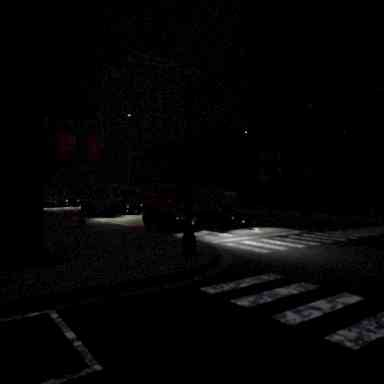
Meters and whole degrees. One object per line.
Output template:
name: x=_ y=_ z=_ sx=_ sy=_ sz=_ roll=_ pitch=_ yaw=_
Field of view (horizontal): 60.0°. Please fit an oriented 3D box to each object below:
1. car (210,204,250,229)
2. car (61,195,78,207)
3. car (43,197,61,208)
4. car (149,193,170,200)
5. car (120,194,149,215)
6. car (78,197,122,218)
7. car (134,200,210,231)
car: x=1.699 y=1.509 z=22.015 sx=1.812 sy=1.442 sz=4.674 roll=0 pitch=0 yaw=-37
car: x=-18.671 y=1.283 z=50.453 sx=2.097 sy=1.767 sz=4.553 roll=0 pitch=0 yaw=-36
car: x=-20.945 y=1.412 z=48.040 sx=1.882 sy=1.535 sz=5.008 roll=0 pitch=0 yaw=-36
car: x=-4.370 y=1.179 z=36.326 sx=2.150 sy=2.045 sz=5.566 roll=0 pitch=0 yaw=-36
car: x=-6.634 y=1.312 z=33.568 sx=2.097 sy=1.767 sz=4.553 roll=0 pitch=0 yaw=-36
car: x=-8.567 y=1.443 z=30.688 sx=1.882 sy=1.535 sz=5.008 roll=0 pitch=1 yaw=-36
car: x=-1.398 y=1.475 z=20.725 sx=2.128 sy=1.511 sz=4.902 roll=0 pitch=0 yaw=-36
